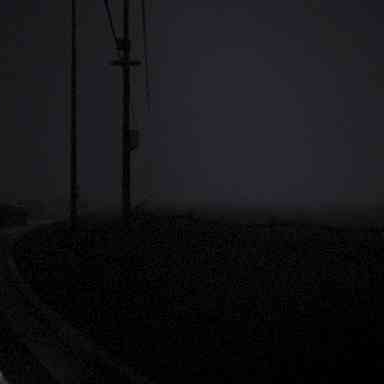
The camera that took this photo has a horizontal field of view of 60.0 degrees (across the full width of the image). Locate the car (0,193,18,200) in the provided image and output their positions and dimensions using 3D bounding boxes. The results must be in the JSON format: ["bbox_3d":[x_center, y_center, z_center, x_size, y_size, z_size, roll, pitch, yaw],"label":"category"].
[{"bbox_3d":[-29.766,1.229,53.903,2.150,2.045,5.566,0,0,-6],"label":"car"}]

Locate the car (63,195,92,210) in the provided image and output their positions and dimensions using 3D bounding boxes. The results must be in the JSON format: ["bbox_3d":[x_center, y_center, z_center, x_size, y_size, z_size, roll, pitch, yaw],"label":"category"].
[{"bbox_3d":[-14.405,1.498,42.504,2.128,1.511,4.902,0,0,-6],"label":"car"}]

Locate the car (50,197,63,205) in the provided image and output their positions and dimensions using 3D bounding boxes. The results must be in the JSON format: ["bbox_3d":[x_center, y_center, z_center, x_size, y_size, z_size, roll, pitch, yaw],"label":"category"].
[{"bbox_3d":[-23.313,1.555,58.290,2.033,1.411,5.357,0,0,-6],"label":"car"}]

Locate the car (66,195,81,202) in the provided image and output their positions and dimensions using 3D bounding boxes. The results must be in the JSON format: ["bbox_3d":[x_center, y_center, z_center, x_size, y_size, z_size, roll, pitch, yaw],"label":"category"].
[{"bbox_3d":[-24.470,1.394,68.645,1.994,1.385,4.181,0,0,-6],"label":"car"}]

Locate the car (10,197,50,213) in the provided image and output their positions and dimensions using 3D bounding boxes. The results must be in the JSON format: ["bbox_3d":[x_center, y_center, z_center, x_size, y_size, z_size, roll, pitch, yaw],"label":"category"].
[{"bbox_3d":[-17.123,1.510,35.322,1.837,1.490,4.892,0,0,-6],"label":"car"}]

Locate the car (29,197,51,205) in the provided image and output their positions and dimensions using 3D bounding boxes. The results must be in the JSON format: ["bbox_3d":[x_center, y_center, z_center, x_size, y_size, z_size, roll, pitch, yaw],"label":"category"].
[{"bbox_3d":[-26.793,1.556,58.744,2.033,1.411,5.357,0,0,-6],"label":"car"}]

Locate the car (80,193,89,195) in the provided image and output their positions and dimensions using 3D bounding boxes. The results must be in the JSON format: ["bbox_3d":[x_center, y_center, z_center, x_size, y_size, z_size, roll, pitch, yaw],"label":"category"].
[{"bbox_3d":[-20.061,1.231,61.609,2.150,2.045,5.566,0,0,-6],"label":"car"}]

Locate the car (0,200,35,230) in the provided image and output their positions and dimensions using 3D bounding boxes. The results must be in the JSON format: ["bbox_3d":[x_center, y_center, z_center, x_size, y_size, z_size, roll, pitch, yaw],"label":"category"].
[{"bbox_3d":[-12.017,1.481,21.142,1.882,1.535,5.008,0,0,-6],"label":"car"}]

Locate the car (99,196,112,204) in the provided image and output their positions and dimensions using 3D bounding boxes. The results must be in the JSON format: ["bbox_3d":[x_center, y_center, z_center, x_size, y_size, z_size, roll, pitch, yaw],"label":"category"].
[{"bbox_3d":[-16.962,1.486,65.390,1.882,1.535,5.008,0,0,-6],"label":"car"}]
